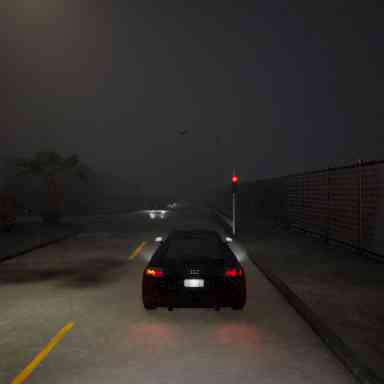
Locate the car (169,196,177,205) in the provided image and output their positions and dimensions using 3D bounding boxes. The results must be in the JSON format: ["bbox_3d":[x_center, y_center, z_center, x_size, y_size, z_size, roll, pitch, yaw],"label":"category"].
[{"bbox_3d":[-4.218,1.477,57.981,1.882,1.535,5.008,0,0,0],"label":"car"}]

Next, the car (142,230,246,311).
[{"bbox_3d":[0.045,1.564,7.827,1.994,1.385,4.181,0,0,0],"label":"car"}]

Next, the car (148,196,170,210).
[{"bbox_3d":[-4.205,1.563,41.481,1.994,1.385,4.181,0,0,0],"label":"car"}]

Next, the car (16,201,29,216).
[{"bbox_3d":[-17.714,1.504,30.700,4.892,1.490,1.837,0,0,1],"label":"car"}]

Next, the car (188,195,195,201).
[{"bbox_3d":[-0.205,1.524,85.797,1.812,1.442,4.674,0,0,0],"label":"car"}]

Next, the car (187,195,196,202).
[{"bbox_3d":[-0.179,1.524,75.556,1.812,1.442,4.674,0,0,0],"label":"car"}]
